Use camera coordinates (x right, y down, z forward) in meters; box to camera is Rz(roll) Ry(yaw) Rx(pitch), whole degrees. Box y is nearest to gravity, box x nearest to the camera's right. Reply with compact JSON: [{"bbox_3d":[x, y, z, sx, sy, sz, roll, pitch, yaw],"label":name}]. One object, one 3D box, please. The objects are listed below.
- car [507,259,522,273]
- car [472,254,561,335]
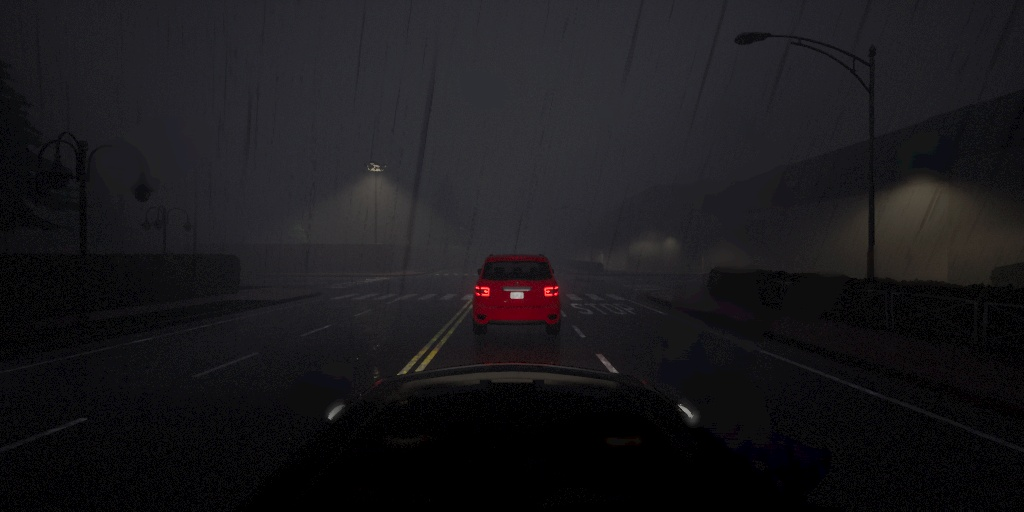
[{"bbox_3d":[0.333,1.228,45.522,1.882,1.535,5.008,0,0,1],"label":"car"},{"bbox_3d":[0.116,0.971,10.664,2.150,2.045,5.566,0,0,0],"label":"car"}]
